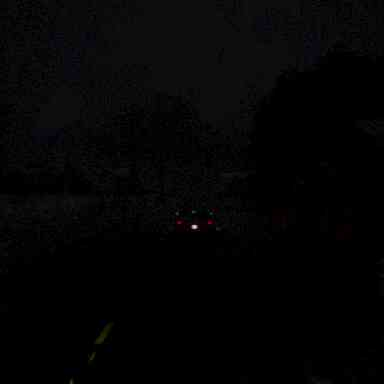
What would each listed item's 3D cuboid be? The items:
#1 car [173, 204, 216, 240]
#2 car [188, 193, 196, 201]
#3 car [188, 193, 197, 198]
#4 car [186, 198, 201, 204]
[{"bbox_3d":[0.107,1.480,16.415,1.994,1.385,4.181,0,0,0],"label":"car"},{"bbox_3d":[0.044,1.341,92.914,2.150,2.045,5.566,0,-1,0],"label":"car"},{"bbox_3d":[0.040,1.628,82.458,1.837,1.490,4.892,0,-1,0],"label":"car"},{"bbox_3d":[0.113,1.457,27.175,1.994,1.385,4.181,0,0,0],"label":"car"}]
